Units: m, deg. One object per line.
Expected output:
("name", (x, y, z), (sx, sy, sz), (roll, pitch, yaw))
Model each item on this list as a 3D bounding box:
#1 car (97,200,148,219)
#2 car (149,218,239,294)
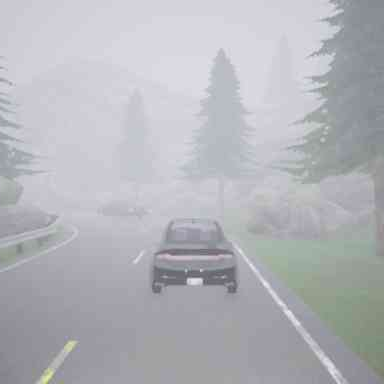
("car", (-5.659, 1.339, 26.631), (2.033, 1.411, 5.357), (0, 1, -42))
("car", (0.039, 1.424, 8.573), (2.128, 1.511, 4.902), (0, 1, 0))
